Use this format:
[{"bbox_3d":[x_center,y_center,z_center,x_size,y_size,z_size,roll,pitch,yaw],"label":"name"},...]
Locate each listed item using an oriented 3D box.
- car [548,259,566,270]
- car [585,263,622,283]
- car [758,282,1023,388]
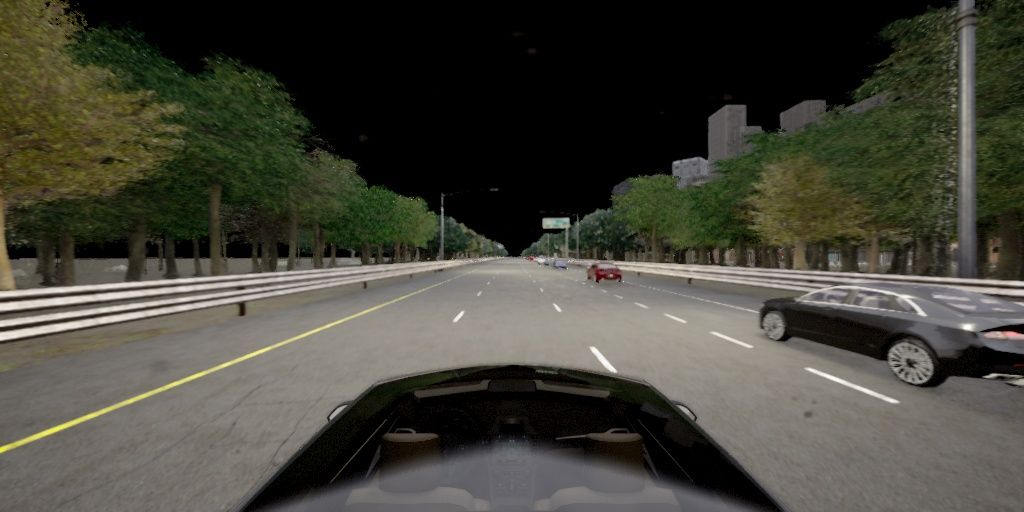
[{"bbox_3d":[7.138,1.321,54.890,2.033,1.411,5.357,0,0,0],"label":"car"},{"bbox_3d":[7.030,1.243,27.893,1.882,1.535,5.008,0,0,0],"label":"car"},{"bbox_3d":[6.999,1.246,6.898,2.128,1.511,4.902,0,0,0],"label":"car"}]
